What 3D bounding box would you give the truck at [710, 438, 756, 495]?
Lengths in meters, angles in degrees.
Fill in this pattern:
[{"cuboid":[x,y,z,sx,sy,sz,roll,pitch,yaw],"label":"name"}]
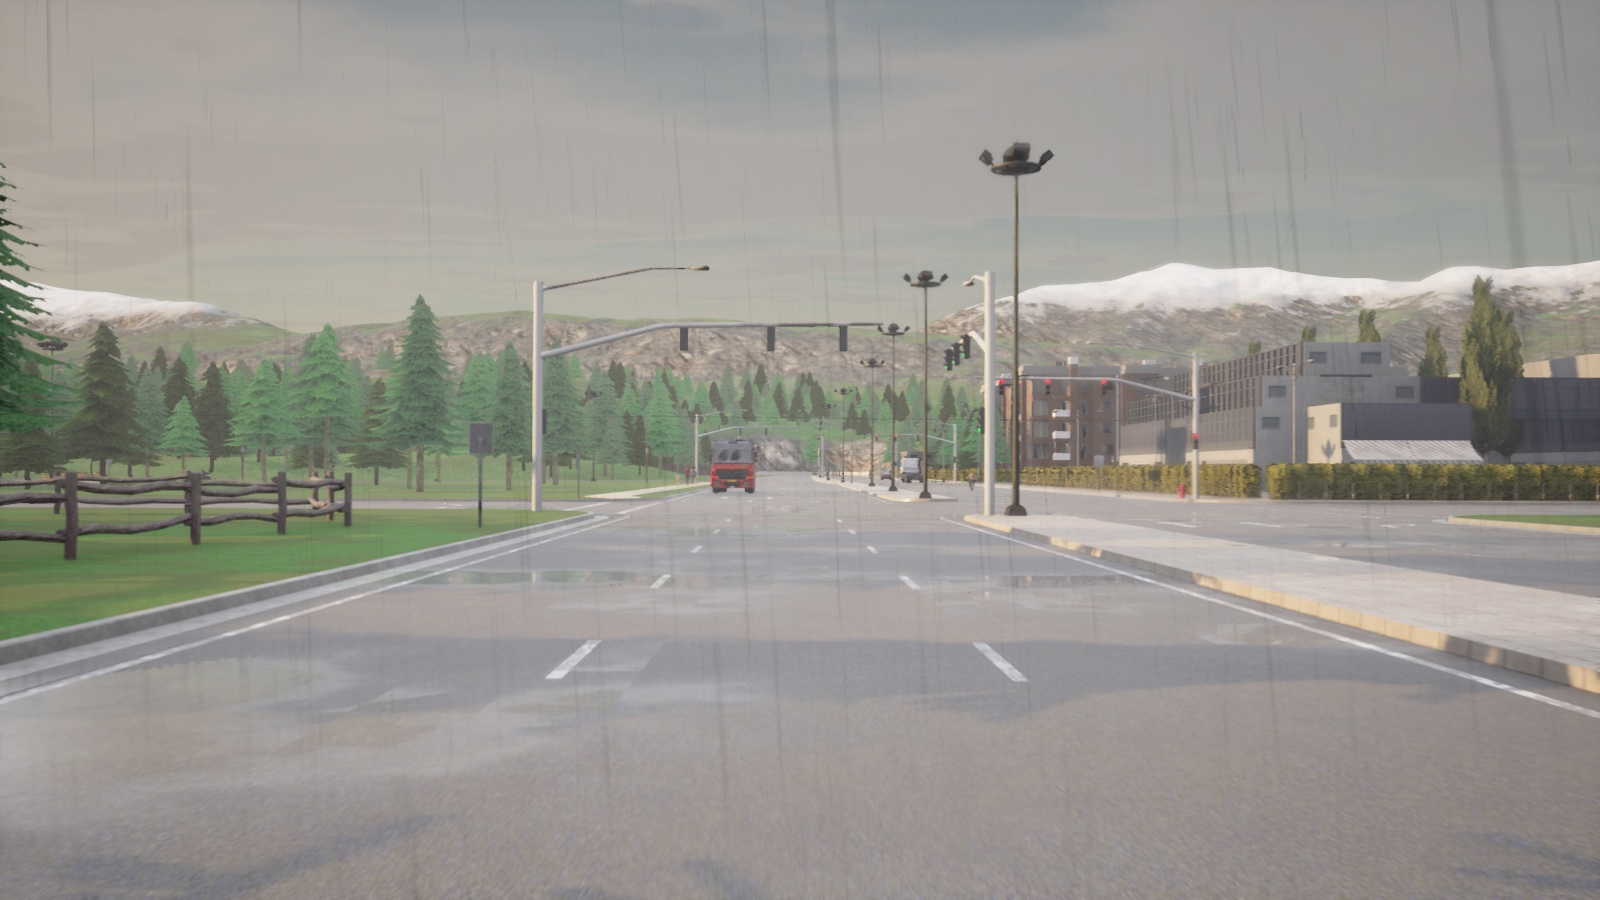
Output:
[{"cuboid":[-4.643,1.151,88.562,2.891,3.827,8.468,0,-1,-1],"label":"truck"}]
